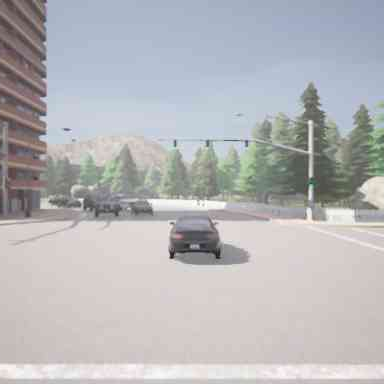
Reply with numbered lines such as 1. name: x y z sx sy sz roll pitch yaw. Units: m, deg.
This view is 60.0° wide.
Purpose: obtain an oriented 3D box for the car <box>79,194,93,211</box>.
1. car: -12.376 1.340 42.583 2.150 2.045 5.566 0 0 -32

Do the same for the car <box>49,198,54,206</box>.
1. car: -22.901 1.666 58.005 4.892 1.490 1.837 0 0 31

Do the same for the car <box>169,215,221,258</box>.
1. car: 0.096 1.607 13.046 1.812 1.442 4.674 0 0 0

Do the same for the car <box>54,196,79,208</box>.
1. car: -18.511 1.492 50.389 4.553 1.767 2.097 0 0 43

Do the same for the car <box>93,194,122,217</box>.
1. car: -8.419 1.314 33.001 2.150 2.045 5.566 0 0 -15

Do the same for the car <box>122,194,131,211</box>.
1. car: -9.005 1.344 43.695 2.150 2.045 5.566 0 0 -31

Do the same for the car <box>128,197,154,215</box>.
1. car: -5.272 1.603 34.914 1.837 1.490 4.892 0 0 -17
